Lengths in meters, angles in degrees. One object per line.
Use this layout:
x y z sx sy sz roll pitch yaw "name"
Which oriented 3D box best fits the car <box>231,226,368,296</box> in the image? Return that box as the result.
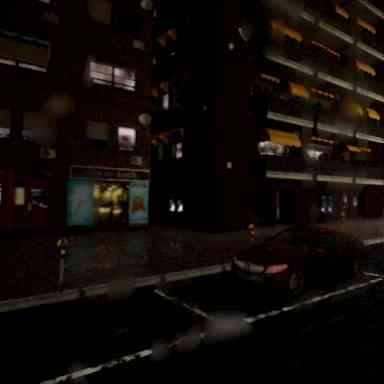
2.923 1.574 8.586 4.206 1.307 1.802 0 1 -35 "car"
